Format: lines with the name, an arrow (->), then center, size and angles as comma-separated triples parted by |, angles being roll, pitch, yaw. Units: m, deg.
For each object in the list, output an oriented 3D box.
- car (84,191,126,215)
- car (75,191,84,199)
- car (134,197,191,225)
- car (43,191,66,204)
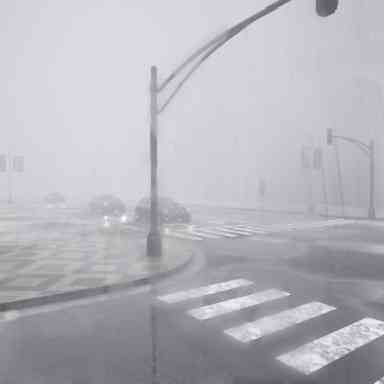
car -> -7.589, 0.981, 29.554 | 2.097, 1.767, 4.553 | 0, 1, -36
car -> -21.705, 0.520, 66.168 | 1.882, 1.535, 5.008 | 0, 1, -36
car -> -2.007, 1.113, 21.783 | 2.097, 1.767, 4.553 | 0, 1, -35
car -> -18.556, 0.702, 44.829 | 2.097, 1.767, 4.553 | 0, 1, -35
